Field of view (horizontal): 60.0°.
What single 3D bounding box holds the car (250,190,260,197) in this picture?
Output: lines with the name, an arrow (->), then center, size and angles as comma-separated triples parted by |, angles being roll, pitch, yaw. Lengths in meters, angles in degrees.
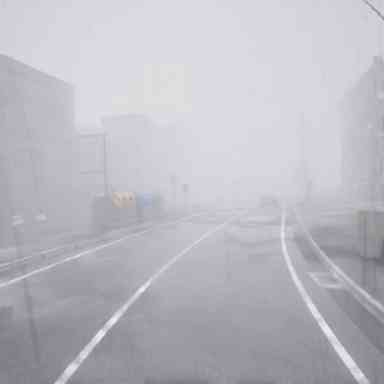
car -> 12.323, 0.322, 63.860 | 2.097, 1.767, 4.553 | -1, 1, 16

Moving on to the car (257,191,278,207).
car -> 8.767, 0.940, 37.953 | 1.812, 1.442, 4.674 | -1, 1, 16
